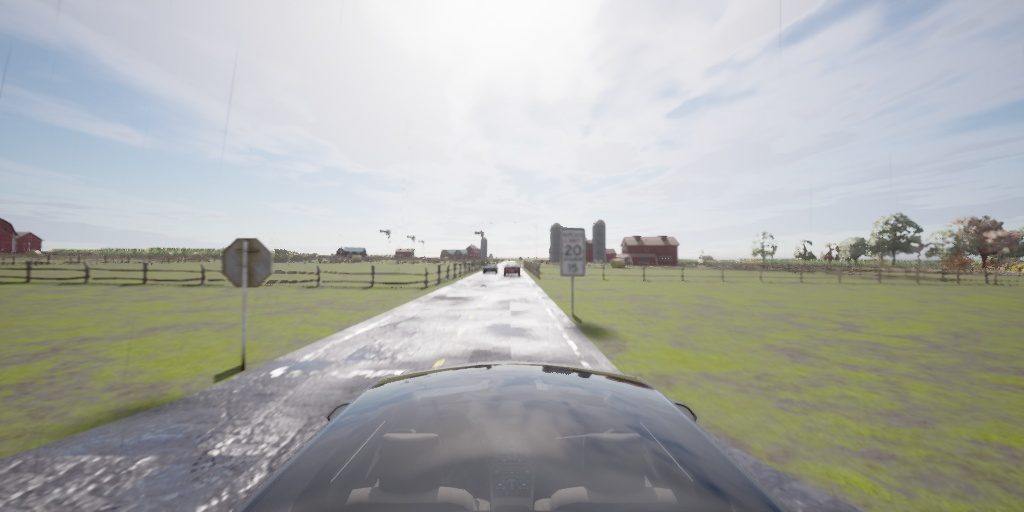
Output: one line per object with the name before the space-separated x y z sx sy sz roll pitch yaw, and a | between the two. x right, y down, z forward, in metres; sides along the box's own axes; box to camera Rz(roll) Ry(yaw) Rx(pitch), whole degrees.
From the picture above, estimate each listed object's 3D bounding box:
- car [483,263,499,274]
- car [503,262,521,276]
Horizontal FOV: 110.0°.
car | -2.737 1.615 46.447 1.895 1.301 4.718 0 0 0
car | 0.014 1.456 40.608 1.882 1.535 5.008 0 0 0
